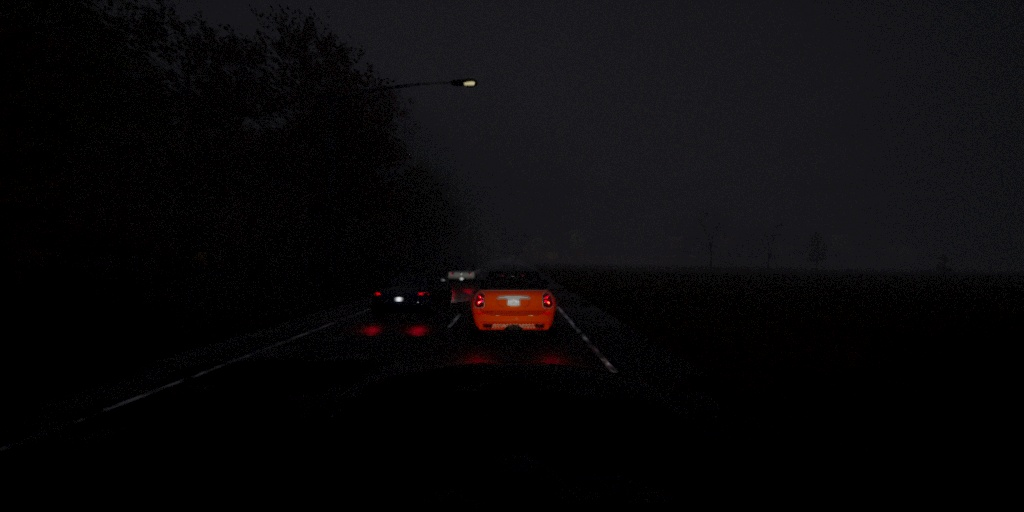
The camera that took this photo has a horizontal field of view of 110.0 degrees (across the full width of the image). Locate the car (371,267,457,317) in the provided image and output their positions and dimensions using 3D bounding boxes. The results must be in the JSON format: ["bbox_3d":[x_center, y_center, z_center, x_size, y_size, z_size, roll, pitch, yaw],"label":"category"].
[{"bbox_3d":[-3.426,1.277,12.906,1.994,1.385,4.181,0,0,0],"label":"car"}]

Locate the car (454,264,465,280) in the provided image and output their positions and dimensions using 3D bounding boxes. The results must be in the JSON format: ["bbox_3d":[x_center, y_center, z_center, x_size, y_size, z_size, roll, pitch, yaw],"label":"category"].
[{"bbox_3d":[-3.429,1.269,26.677,1.895,1.301,4.718,0,0,0],"label":"car"}]

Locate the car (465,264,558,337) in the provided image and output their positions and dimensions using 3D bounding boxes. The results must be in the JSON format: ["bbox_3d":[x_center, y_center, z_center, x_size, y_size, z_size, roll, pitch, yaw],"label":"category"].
[{"bbox_3d":[0.056,1.075,10.335,2.097,1.767,4.553,0,0,0],"label":"car"}]
